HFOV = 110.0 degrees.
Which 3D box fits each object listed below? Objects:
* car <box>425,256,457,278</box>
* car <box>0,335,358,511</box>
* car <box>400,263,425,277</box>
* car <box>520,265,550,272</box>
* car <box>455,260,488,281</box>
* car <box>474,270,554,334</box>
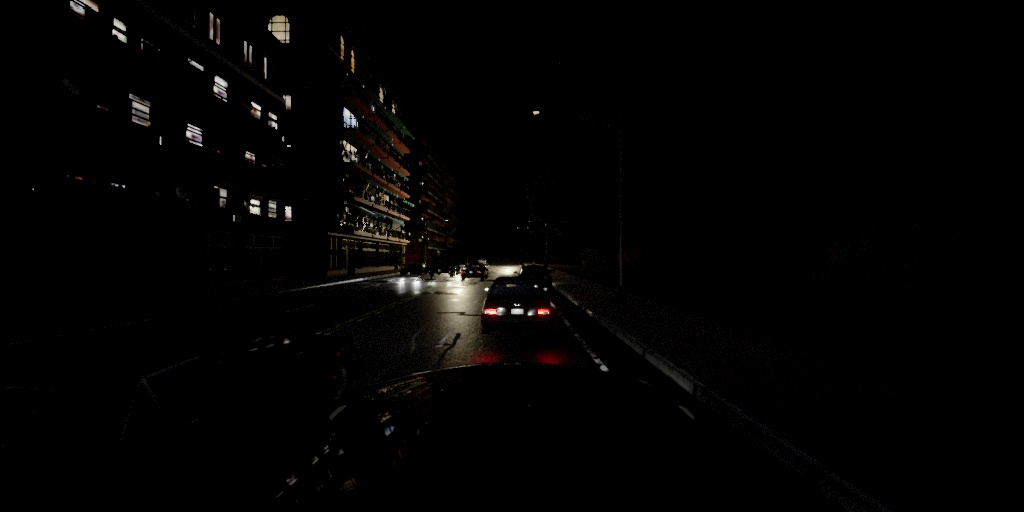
[{"bbox_3d":[-6.528,0.973,34.993,2.150,2.045,5.566,0,0,0],"label":"car"},{"bbox_3d":[-3.151,1.351,3.061,1.895,1.301,4.718,0,0,0],"label":"car"},{"bbox_3d":[-9.776,1.352,36.169,1.895,1.301,4.718,0,0,0],"label":"car"},{"bbox_3d":[1.177,1.257,20.272,1.837,1.490,4.892,0,0,0],"label":"car"},{"bbox_3d":[-3.098,1.300,30.223,2.033,1.411,5.357,0,0,2],"label":"car"},{"bbox_3d":[0.120,1.299,10.584,2.033,1.411,5.357,0,0,0],"label":"car"}]
